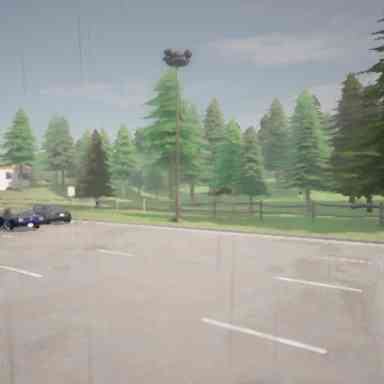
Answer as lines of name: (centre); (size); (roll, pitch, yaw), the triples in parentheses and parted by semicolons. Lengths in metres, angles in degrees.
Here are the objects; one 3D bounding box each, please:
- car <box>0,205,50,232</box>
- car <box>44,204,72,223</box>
car: (-11.141, 1.631, 20.535); (4.718, 1.301, 1.895); (0, 0, 35)
car: (-10.790, 1.597, 24.584); (4.181, 1.385, 1.994); (0, 0, 35)
